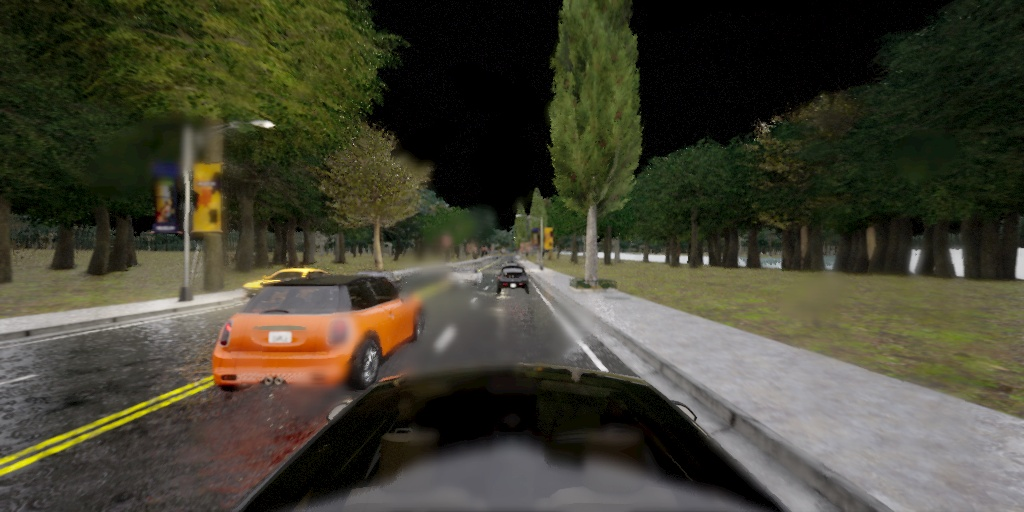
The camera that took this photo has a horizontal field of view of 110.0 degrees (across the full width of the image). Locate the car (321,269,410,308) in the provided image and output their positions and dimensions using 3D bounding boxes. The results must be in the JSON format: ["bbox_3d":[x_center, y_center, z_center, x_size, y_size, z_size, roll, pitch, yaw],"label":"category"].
[{"bbox_3d":[-6.628,1.380,16.989,2.033,1.411,5.357,0,0,0],"label":"car"}]

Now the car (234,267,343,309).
[{"bbox_3d":[-9.877,1.315,16.438,1.882,1.535,5.008,0,0,0],"label":"car"}]

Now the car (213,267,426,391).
[{"bbox_3d":[-3.157,1.132,7.002,2.097,1.767,4.553,0,0,0],"label":"car"}]

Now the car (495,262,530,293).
[{"bbox_3d":[0.059,1.347,21.805,1.837,1.490,4.892,0,0,0],"label":"car"}]

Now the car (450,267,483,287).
[{"bbox_3d":[-3.197,1.466,25.899,1.895,1.301,4.718,0,0,0],"label":"car"}]
